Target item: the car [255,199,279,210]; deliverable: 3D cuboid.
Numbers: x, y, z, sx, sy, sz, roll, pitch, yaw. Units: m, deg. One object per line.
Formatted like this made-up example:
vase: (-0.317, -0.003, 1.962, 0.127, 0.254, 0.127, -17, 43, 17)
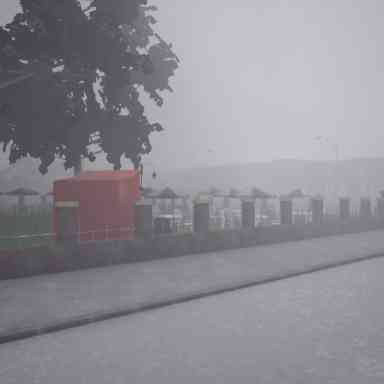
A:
car: (7.827, 1.477, 34.902, 1.882, 1.535, 5.008, 0, 0, -35)
